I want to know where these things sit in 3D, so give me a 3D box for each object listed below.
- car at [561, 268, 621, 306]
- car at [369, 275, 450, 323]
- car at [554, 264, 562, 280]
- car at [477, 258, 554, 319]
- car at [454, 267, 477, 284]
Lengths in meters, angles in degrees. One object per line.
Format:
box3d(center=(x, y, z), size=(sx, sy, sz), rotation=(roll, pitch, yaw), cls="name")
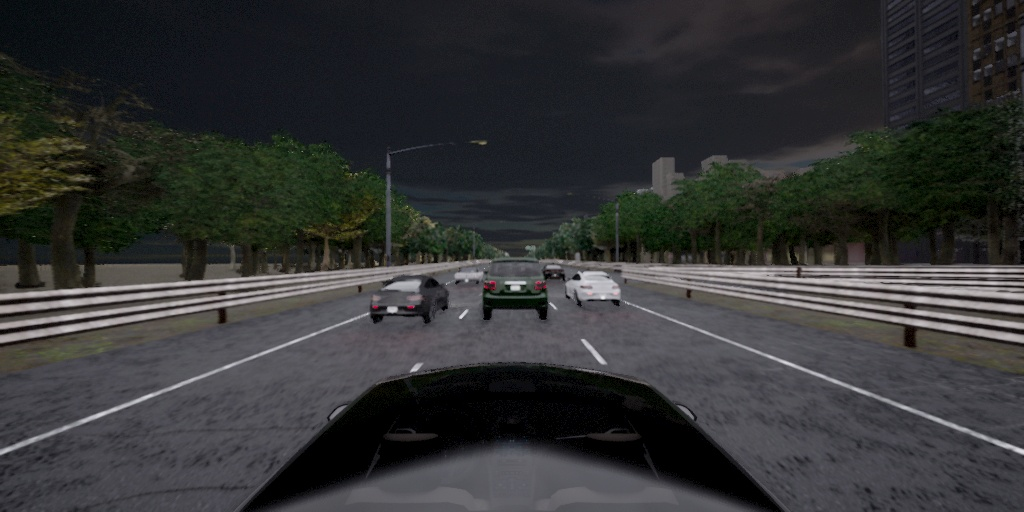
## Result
box3d(center=(3.595, 1.413, 16.455), size=(1.812, 1.442, 4.674), rotation=(0, -1, 0), cls="car")
box3d(center=(-3.411, 1.380, 12.548), size=(1.812, 1.442, 4.674), rotation=(0, 0, 0), cls="car")
box3d(center=(3.599, 1.455, 32.393), size=(1.882, 1.535, 5.008), rotation=(0, 0, 0), cls="car")
box3d(center=(0.091, 1.084, 13.564), size=(2.150, 2.045, 5.566), rotation=(0, 0, 0), cls="car")
box3d(center=(-3.401, 1.567, 29.215), size=(1.895, 1.301, 4.718), rotation=(0, 0, 0), cls="car")
